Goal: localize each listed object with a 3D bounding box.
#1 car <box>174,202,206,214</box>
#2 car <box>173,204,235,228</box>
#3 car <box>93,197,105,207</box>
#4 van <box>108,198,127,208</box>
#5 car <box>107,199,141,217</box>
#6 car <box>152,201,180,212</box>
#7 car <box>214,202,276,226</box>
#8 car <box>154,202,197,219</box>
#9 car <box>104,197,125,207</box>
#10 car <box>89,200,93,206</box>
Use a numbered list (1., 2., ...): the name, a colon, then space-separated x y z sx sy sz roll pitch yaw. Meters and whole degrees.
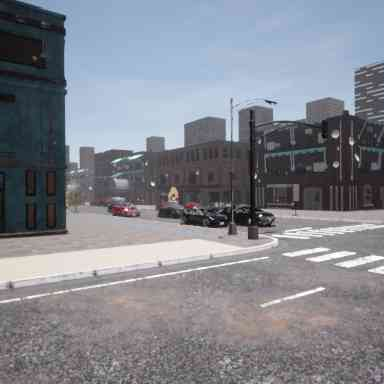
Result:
1. car: -0.353 1.904 40.921 1.802 1.307 4.206 -2 0 -36
2. car: 0.797 1.814 24.686 1.947 1.339 4.313 -2 0 -36
3. car: -16.446 1.940 63.440 2.192 1.841 5.009 -1 0 -36
4. van: -13.228 1.907 58.936 1.690 1.788 3.998 -1 0 -36
5. car: -7.173 1.846 36.048 1.967 1.590 4.097 -1 0 -36
6. car: -3.569 1.966 45.425 1.802 1.307 4.206 -2 0 -36
7. car: 4.017 1.706 24.800 1.837 1.490 4.892 -1 0 -34
8. car: -1.759 1.879 32.961 1.994 1.385 4.181 -1 0 -35
9. car: -9.366 1.815 43.621 2.097 1.767 4.553 -1 0 -34
10. car: -19.659 2.227 67.944 1.887 1.381 4.507 -1 0 -36
